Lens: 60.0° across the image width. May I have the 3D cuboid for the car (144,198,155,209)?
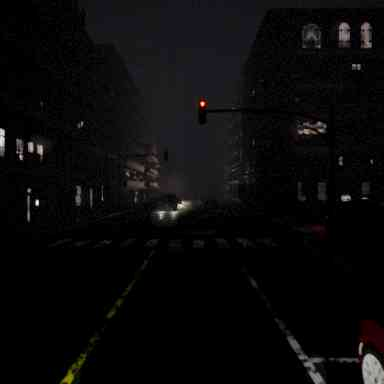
[{"bbox_3d":[-5.560,1.560,45.446,2.008,1.369,4.403,0,0,0],"label":"car"}]

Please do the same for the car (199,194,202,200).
[{"bbox_3d":[2.887,1.577,67.526,2.008,1.369,4.403,-1,0,0],"label":"car"}]

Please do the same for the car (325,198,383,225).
[{"bbox_3d":[11.239,1.314,21.676,4.892,1.490,1.837,-1,-1,-2],"label":"car"}]

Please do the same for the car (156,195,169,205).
[{"bbox_3d":[-5.512,1.461,62.030,1.967,1.590,4.097,-1,0,0],"label":"car"}]

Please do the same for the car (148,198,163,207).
[{"bbox_3d":[-5.544,1.579,50.973,1.947,1.339,4.313,0,0,0],"label":"car"}]

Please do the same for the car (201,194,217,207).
[{"bbox_3d":[2.835,1.453,50.943,1.967,1.590,4.097,-1,0,0],"label":"car"}]

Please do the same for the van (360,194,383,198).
[{"bbox_3d":[15.724,1.035,27.476,3.998,1.788,1.690,-1,1,-1],"label":"van"}]

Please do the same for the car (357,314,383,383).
[{"bbox_3d":[2.687,1.544,1.944,1.887,1.381,4.507,0,0,0],"label":"car"}]

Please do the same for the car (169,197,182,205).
[{"bbox_3d":[-2.883,1.568,60.497,2.033,1.411,5.357,0,0,1],"label":"car"}]

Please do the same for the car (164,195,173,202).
[{"bbox_3d":[-5.460,1.562,78.443,1.752,1.417,4.829,-1,0,0],"label":"car"}]

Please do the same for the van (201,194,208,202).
[{"bbox_3d":[2.918,1.378,78.582,1.690,1.788,3.998,-1,0,0],"label":"van"}]

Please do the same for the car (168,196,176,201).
[{"bbox_3d":[-5.426,1.631,89.669,1.802,1.307,4.206,-1,0,0],"label":"car"}]

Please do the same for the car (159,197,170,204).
[{"bbox_3d":[-5.494,1.608,67.558,1.802,1.307,4.206,-1,0,0],"label":"car"}]

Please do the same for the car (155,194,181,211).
[{"bbox_3d":[-2.972,1.228,42.149,2.150,2.045,5.566,0,0,0],"label":"car"}]

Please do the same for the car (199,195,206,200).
[{"bbox_3d":[2.971,1.601,95.166,1.887,1.381,4.507,-1,0,0],"label":"car"}]
